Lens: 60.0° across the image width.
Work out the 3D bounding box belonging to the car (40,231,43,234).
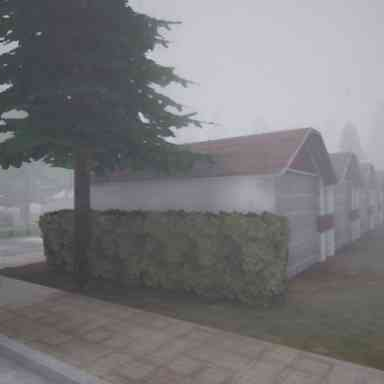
[{"bbox_3d":[-7.979,2.333,23.926,2.033,1.411,5.357,-2,-1,36],"label":"car"}]
